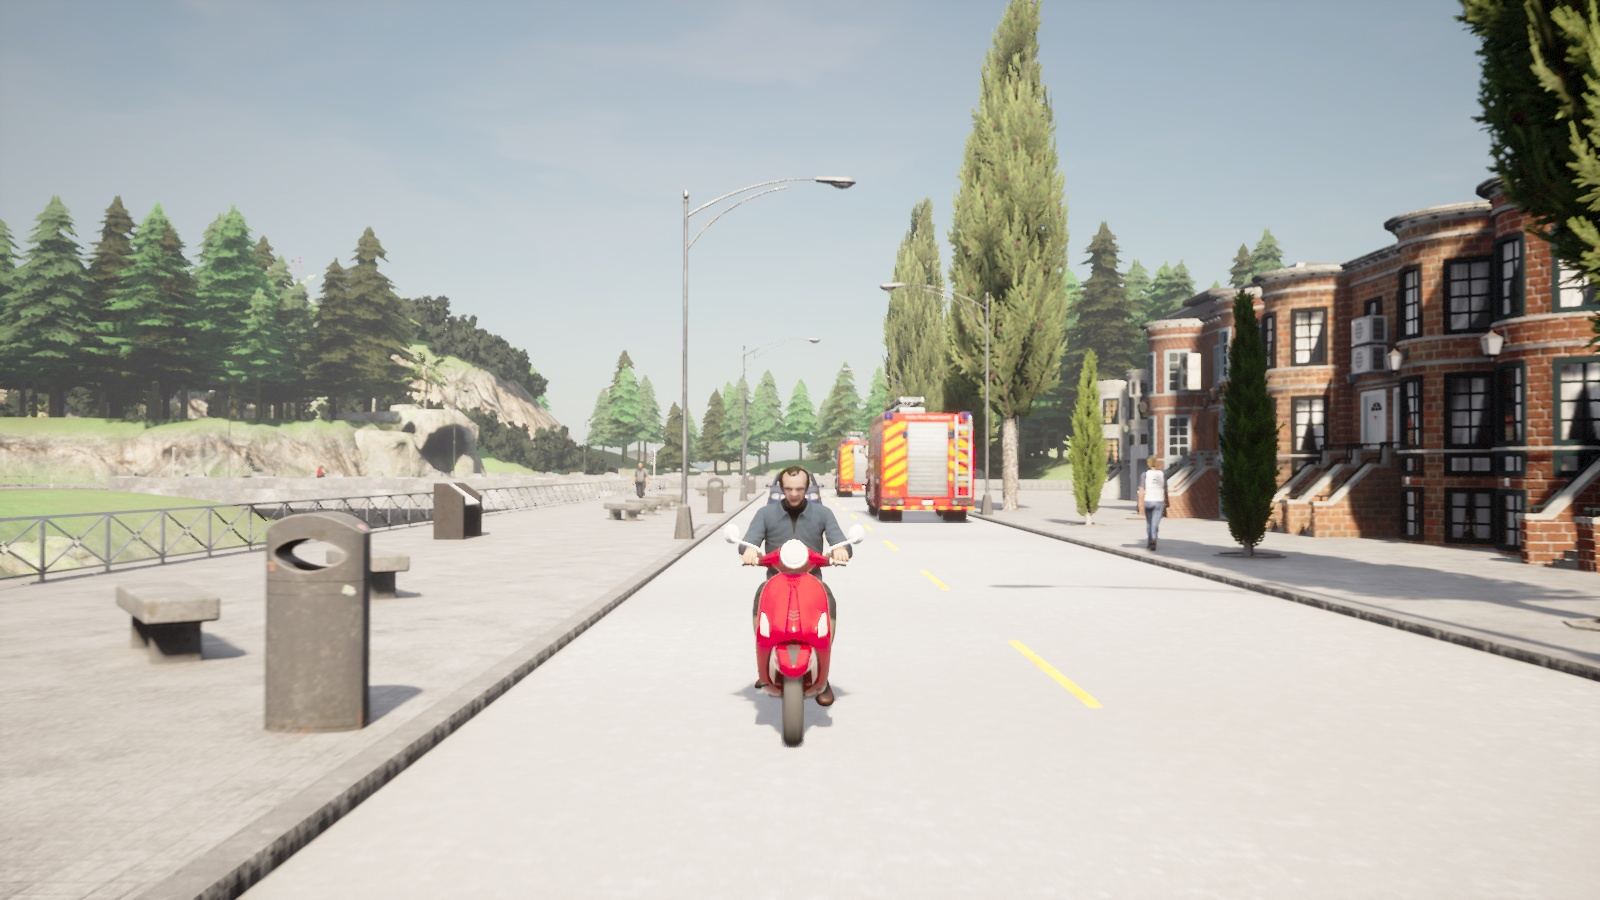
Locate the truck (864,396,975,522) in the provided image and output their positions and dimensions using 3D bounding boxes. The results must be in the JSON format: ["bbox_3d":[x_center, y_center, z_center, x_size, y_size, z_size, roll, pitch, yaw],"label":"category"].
[{"bbox_3d":[3.836,0.343,42.390,2.891,3.827,8.468,0,-1,0],"label":"truck"}]

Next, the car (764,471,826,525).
[{"bbox_3d":[-0.145,1.437,38.494,1.789,1.549,3.705,0,-1,0],"label":"car"}]

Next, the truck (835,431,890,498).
[{"bbox_3d":[3.709,0.918,76.735,2.891,3.827,8.468,0,-1,0],"label":"truck"}]

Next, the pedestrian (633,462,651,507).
[{"bbox_3d":[-6.571,1.423,52.177,0.540,1.848,0.694,0,-1,13],"label":"pedestrian"}]

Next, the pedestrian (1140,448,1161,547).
[{"bbox_3d":[6.643,0.896,23.818,0.354,1.836,0.706,0,-1,14],"label":"pedestrian"}]

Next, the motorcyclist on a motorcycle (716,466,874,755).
[{"bbox_3d":[-0.030,0.899,7.839,0.866,1.590,1.817,0,-1,0],"label":"motorcyclist on a motorcycle"}]
